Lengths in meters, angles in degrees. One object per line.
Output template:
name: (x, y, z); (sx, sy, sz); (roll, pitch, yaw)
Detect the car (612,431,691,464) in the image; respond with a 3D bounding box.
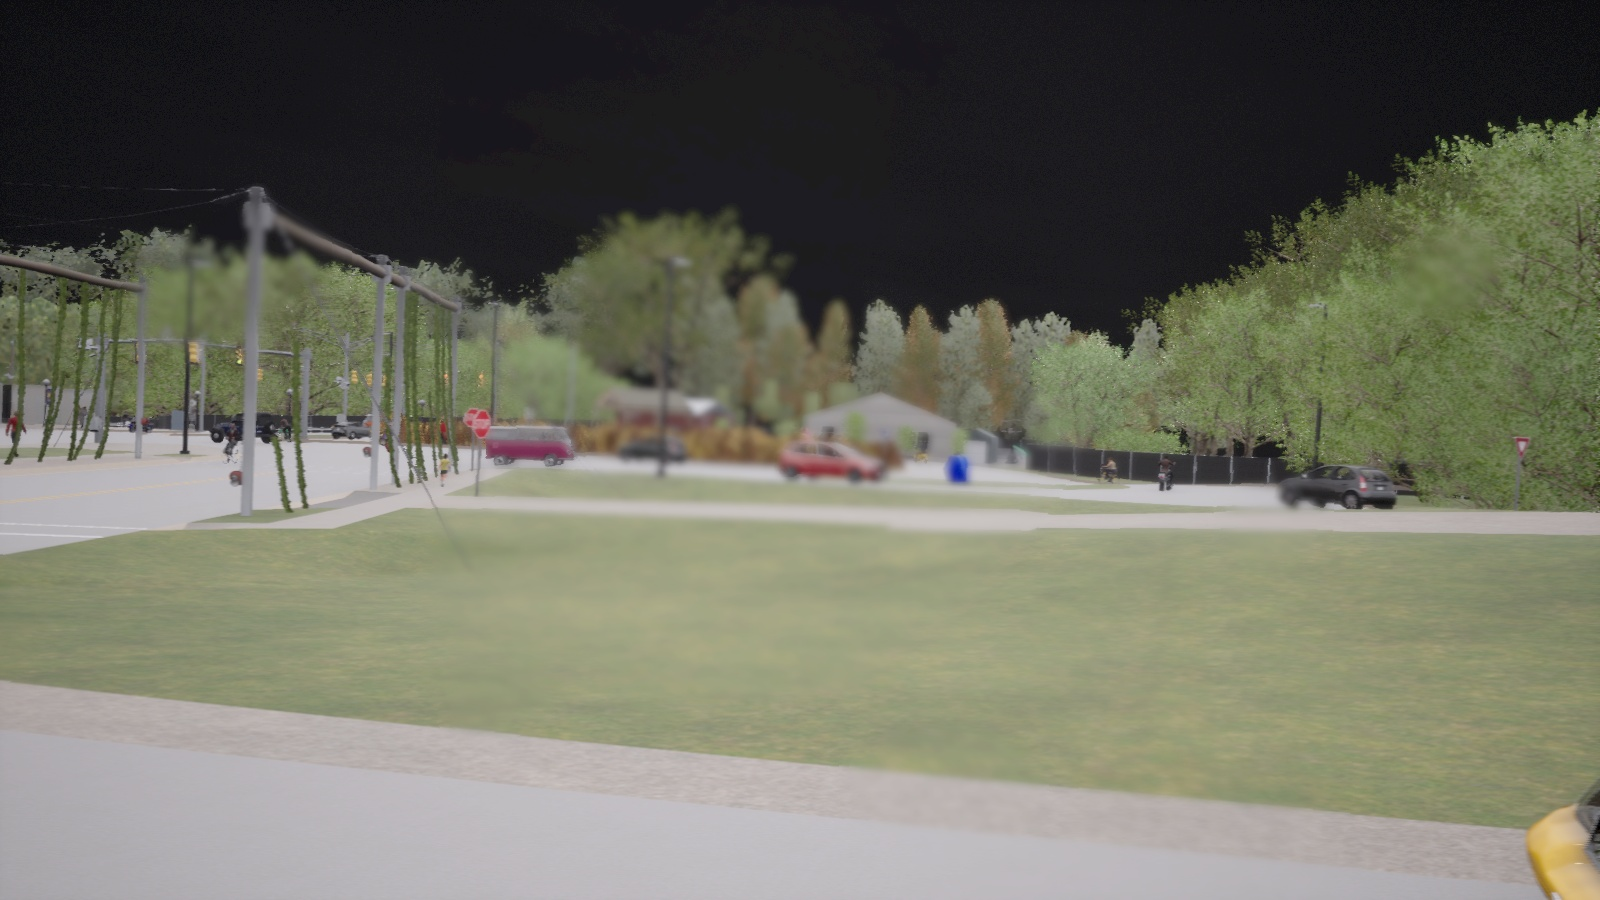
car: (-8.447, -0.159, 71.260); (3.988, 1.617, 1.851); (4, 2, 23)

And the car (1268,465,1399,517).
car: (18.873, 1.430, 44.586); (1.851, 1.617, 3.988); (2, 0, -25)

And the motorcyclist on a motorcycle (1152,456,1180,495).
motorcyclist on a motorcycle: (16.166, 1.124, 55.443); (0.766, 1.649, 2.350); (2, 0, 26)

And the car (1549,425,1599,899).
car: (4.310, 0.747, 1.731); (5.366, 1.575, 1.801); (0, 1, 19)

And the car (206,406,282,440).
car: (-33.441, -1.614, 75.592); (3.866, 1.878, 1.905); (2, 2, 17)

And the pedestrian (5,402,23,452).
pedestrian: (-29.096, -0.854, 46.490); (0.331, 1.846, 0.636); (3, 2, -12)

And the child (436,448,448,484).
child: (-11.454, 0.510, 40.215); (0.255, 1.110, 0.394); (3, 2, -6)

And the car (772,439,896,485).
car: (1.436, 0.483, 52.679); (4.611, 1.667, 2.242); (3, 0, 28)

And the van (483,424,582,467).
van: (-13.385, -0.239, 62.944); (4.442, 1.987, 1.775); (2, 1, 6)
